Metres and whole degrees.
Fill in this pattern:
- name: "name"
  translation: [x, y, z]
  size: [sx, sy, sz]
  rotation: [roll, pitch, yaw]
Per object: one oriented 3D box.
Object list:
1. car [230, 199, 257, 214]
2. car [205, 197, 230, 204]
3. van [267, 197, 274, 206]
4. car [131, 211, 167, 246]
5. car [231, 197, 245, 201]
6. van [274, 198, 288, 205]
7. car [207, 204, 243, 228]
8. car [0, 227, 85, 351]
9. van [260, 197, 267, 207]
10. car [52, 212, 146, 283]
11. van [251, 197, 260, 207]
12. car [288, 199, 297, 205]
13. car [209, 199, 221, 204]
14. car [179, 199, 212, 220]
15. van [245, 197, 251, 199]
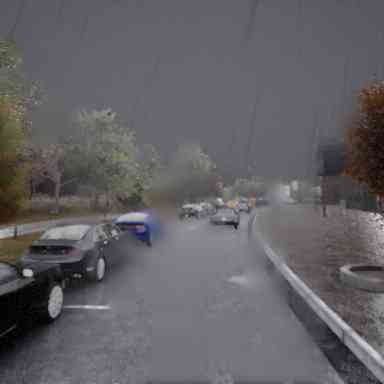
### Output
- name: "car"
  translation: [6.523, 1.969, 41.659]
  size: [2.033, 1.411, 5.357]
  rotation: [-1, -1, 17]
- name: "car"
  translation: [2.916, 1.709, 43.085]
  size: [2.435, 2.045, 5.566]
  rotation: [-3, -1, 17]
- name: "van"
  translation: [16.080, 2.188, 73.954]
  size: [1.878, 1.987, 4.442]
  rotation: [-3, -2, 27]
- name: "car"
  translation: [-2.533, 1.664, 16.406]
  size: [2.097, 1.535, 5.008]
  rotation: [0, 0, 7]
- name: "car"
  translation: [6.611, 2.087, 53.802]
  size: [1.946, 1.575, 5.366]
  rotation: [-3, -1, 22]
- name: "van"
  translation: [21.940, 2.375, 83.481]
  size: [1.878, 1.987, 4.442]
  rotation: [-3, -2, 32]
- name: "car"
  translation: [2.503, 1.820, 24.584]
  size: [1.994, 1.385, 4.181]
  rotation: [0, -1, 10]
- name: "car"
  translation: [-3.439, 1.553, 4.407]
  size: [2.097, 1.535, 5.008]
  rotation: [0, 0, 3]
- name: "van"
  translation: [13.447, 2.100, 69.035]
  size: [1.878, 1.987, 4.442]
  rotation: [-3, -2, 26]
- name: "car"
  translation: [-3.144, 1.600, 10.109]
  size: [2.231, 1.521, 4.892]
  rotation: [0, 0, 5]
- name: "van"
  translation: [10.972, 2.016, 64.022]
  size: [1.878, 1.987, 4.442]
  rotation: [-3, -2, 26]
- name: "car"
  translation: [25.072, 2.441, 88.004]
  size: [2.435, 2.045, 5.566]
  rotation: [-3, -2, 33]
- name: "car"
  translation: [1.406, 1.904, 37.663]
  size: [2.231, 1.521, 4.892]
  rotation: [-4, -1, 14]
- name: "car"
  translation: [0.084, 1.845, 32.231]
  size: [2.231, 1.521, 4.892]
  rotation: [-4, -1, 14]
- name: "van"
  translation: [8.669, 1.938, 58.924]
  size: [1.878, 1.987, 4.442]
  rotation: [-3, -1, 21]
